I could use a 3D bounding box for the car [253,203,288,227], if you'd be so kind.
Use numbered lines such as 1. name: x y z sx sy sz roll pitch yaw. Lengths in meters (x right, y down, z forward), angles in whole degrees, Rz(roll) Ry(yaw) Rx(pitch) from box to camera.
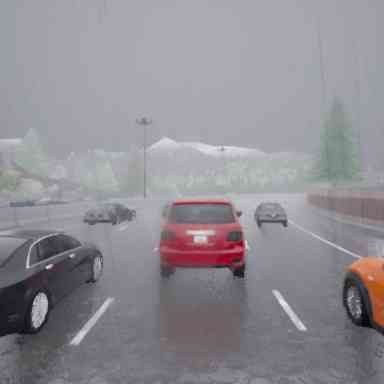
1. car: 5.094 1.409 21.839 2.033 1.411 5.357 0 0 8

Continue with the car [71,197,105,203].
1. car: -12.432 1.337 41.368 1.882 1.535 5.008 0 0 15

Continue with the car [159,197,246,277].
1. car: 0.386 1.166 10.236 2.150 2.045 5.566 0 0 4

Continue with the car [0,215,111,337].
1. car: -3.274 1.491 6.667 1.837 1.490 4.892 0 1 2

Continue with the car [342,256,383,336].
1. car: 3.658 1.310 4.032 2.097 1.767 4.553 0 0 1

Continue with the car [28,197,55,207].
1. car: -18.944 1.408 44.081 1.812 1.442 4.674 0 0 16

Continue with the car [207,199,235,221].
1. car: 2.460 1.355 27.074 1.837 1.490 4.892 0 0 10

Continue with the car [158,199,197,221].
1. car: -1.060 1.360 27.256 2.128 1.511 4.902 0 0 10

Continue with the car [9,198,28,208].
1. car: -22.311 1.496 45.103 1.895 1.301 4.718 0 0 16

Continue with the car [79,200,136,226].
1. car: -5.409 1.464 22.505 2.033 1.411 5.357 0 0 8

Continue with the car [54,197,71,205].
1. car: -15.326 1.410 44.130 2.033 1.411 5.357 0 0 16
